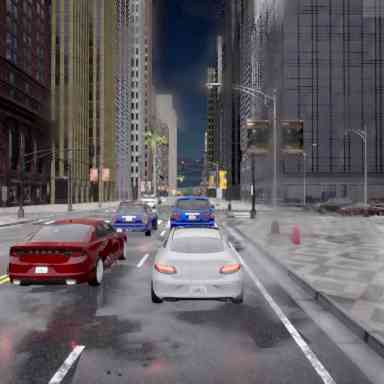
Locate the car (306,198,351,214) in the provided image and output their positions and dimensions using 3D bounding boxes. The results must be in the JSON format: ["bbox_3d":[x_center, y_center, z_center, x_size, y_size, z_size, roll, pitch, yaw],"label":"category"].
[{"bbox_3d":[15.200,1.415,35.933,4.553,1.767,2.097,0,-1,-1],"label":"car"}]

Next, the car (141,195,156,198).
[{"bbox_3d":[-6.556,1.452,50.972,2.150,2.045,5.566,0,0,0],"label":"car"}]

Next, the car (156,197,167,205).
[{"bbox_3d":[-6.441,1.901,70.641,1.812,1.442,4.674,0,0,0],"label":"car"}]

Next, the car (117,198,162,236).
[{"bbox_3d":[-3.134,1.391,18.672,2.097,1.767,4.553,0,0,0],"label":"car"}]

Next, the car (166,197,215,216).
[{"bbox_3d":[0.041,1.257,17.775,2.150,2.045,5.566,0,0,1],"label":"car"}]

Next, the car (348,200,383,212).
[{"bbox_3d":[20.857,1.643,38.770,4.313,1.339,1.947,0,0,-1],"label":"car"}]

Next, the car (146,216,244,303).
[{"bbox_3d":[0.105,1.534,8.073,1.812,1.442,4.674,0,0,0],"label":"car"}]

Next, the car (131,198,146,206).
[{"bbox_3d":[-9.767,1.826,60.840,1.812,1.442,4.674,0,0,1],"label":"car"}]

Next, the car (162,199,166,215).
[{"bbox_3d":[-1.676,1.685,35.627,4.181,1.385,1.994,0,-1,-1],"label":"car"}]

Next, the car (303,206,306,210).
[{"bbox_3d":[15.217,1.662,38.687,4.313,1.339,1.947,0,0,-1],"label":"car"}]

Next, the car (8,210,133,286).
[{"bbox_3d":[-3.144,1.489,9.445,1.882,1.535,5.008,0,0,0],"label":"car"}]

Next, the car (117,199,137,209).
[{"bbox_3d":[-9.805,1.778,50.931,2.033,1.411,5.357,0,0,0],"label":"car"}]

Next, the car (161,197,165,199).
[{"bbox_3d":[-6.519,1.804,60.684,1.837,1.490,4.892,0,0,1],"label":"car"}]

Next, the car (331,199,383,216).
[{"bbox_3d":[15.340,1.577,30.163,4.206,1.307,1.802,0,0,-1],"label":"car"}]

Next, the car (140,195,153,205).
[{"bbox_3d":[-9.690,1.609,71.414,2.150,2.045,5.566,0,0,0],"label":"car"}]
